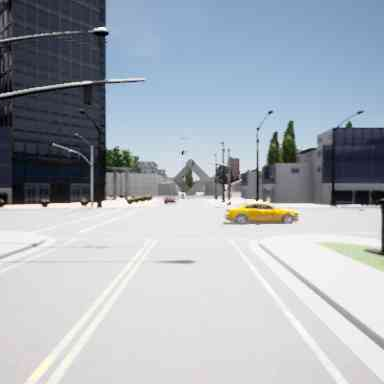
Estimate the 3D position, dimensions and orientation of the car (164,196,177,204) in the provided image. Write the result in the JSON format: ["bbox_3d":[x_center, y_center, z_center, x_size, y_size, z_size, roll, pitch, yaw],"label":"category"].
[{"bbox_3d":[-3.549,1.331,54.270,1.895,1.301,4.718,0,0,0],"label":"car"}]

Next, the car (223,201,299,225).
[{"bbox_3d":[4.644,1.404,22.570,5.008,1.535,1.882,0,0,0],"label":"car"}]
